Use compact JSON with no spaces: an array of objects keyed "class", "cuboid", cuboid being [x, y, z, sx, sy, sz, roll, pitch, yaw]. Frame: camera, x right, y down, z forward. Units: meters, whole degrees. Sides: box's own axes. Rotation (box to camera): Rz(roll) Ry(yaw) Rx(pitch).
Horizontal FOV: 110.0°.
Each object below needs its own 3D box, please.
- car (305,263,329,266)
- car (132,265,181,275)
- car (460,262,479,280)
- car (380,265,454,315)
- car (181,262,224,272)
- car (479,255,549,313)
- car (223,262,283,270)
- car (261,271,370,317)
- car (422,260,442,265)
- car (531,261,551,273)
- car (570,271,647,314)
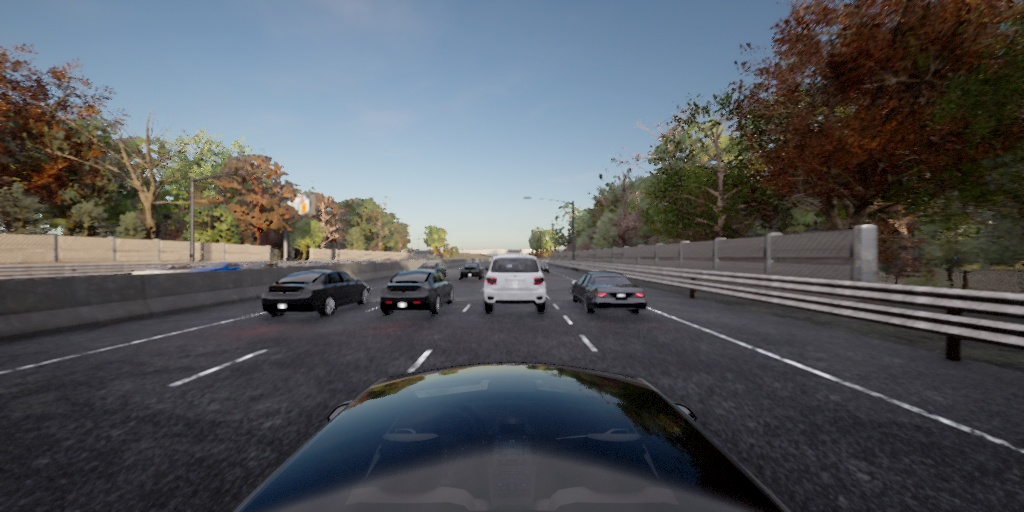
[{"class":"car","cuboid":[-17.600,1.329,32.136,2.033,1.411,5.357,0,0,0]},{"class":"car","cuboid":[-28.098,1.380,29.488,1.895,1.301,4.718,0,0,0]},{"class":"car","cuboid":[-3.402,1.285,31.345,1.837,1.490,4.892,0,0,0]},{"class":"car","cuboid":[-3.400,1.266,13.537,1.837,1.490,4.892,0,0,0]},{"class":"car","cuboid":[-24.597,1.257,30.397,1.882,1.535,5.008,0,0,0]},{"class":"car","cuboid":[0.087,0.982,14.285,2.150,2.045,5.566,0,0,0]},{"class":"car","cuboid":[-21.097,1.284,29.997,1.837,1.490,4.892,0,0,0]},{"class":"car","cuboid":[-6.901,1.265,13.190,1.837,1.490,4.892,0,0,0]},{"class":"car","cuboid":[-6.900,1.272,31.301,2.128,1.511,4.902,0,0,0]},{"class":"car","cuboid":[3.497,1.340,44.534,2.033,1.411,5.357,0,0,0]},{"class":"car","cuboid":[3.490,1.305,13.884,2.033,1.411,5.357,0,0,1]}]
